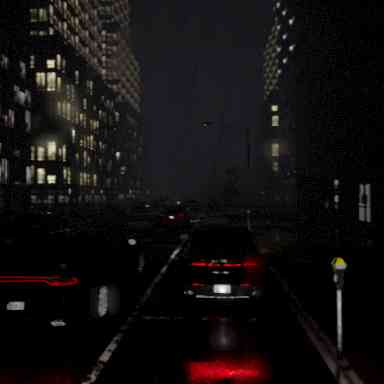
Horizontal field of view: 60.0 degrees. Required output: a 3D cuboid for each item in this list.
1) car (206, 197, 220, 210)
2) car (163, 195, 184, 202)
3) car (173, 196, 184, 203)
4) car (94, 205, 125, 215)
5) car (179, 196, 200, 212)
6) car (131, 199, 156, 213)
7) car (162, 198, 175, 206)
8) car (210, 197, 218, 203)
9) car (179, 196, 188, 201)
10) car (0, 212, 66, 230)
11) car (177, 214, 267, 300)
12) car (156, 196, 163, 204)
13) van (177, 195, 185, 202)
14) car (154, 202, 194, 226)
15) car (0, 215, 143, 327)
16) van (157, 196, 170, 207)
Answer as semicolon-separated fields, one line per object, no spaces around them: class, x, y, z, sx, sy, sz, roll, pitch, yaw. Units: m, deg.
car;2.794;1.676;44.022;1.947;1.339;4.313;0;0;4
car;-2.561;1.578;49.008;2.097;1.767;4.553;-1;0;4
car;-3.143;1.694;78.695;1.967;1.590;4.097;0;0;4
car;-6.774;1.733;27.593;1.802;1.307;4.206;0;0;4
car;-0.131;1.606;40.865;1.882;1.535;5.008;-1;0;4
car;-5.968;1.727;38.951;2.008;1.369;4.403;0;0;4
car;-4.353;1.805;61.662;1.802;1.307;4.206;0;0;4
car;5.215;1.758;78.087;1.802;1.307;4.206;0;0;4
car;-2.336;1.839;90.052;1.947;1.339;4.313;0;0;4
car;-7.582;1.689;16.239;1.947;1.339;4.313;0;0;4
car;0.721;1.527;8.480;1.837;1.490;4.892;-1;0;4
car;-5.161;1.745;50.306;1.887;1.381;4.507;0;0;4
van;-2.740;1.604;84.374;1.690;1.788;3.998;0;0;4
car;-1.219;1.653;24.120;1.994;1.385;4.181;-1;0;4
car;-2.411;1.525;7.360;1.882;1.535;5.008;-1;0;4
van;-4.758;1.553;55.985;1.690;1.788;3.998;0;0;4
